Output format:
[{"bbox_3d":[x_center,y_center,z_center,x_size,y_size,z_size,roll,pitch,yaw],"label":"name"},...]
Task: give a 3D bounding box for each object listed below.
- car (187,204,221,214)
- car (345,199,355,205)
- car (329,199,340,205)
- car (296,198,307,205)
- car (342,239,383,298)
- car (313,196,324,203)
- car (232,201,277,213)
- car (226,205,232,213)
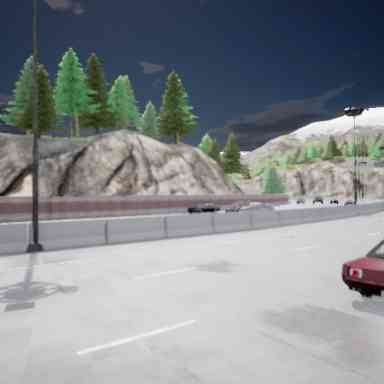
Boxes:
[{"bbox_3d":[1.547,2.157,42.379,1.895,1.301,4.718,-1,-1,44],"label":"car"},{"bbox_3d":[31.149,2.148,65.054,2.033,1.411,5.357,-1,-1,29],"label":"car"},{"bbox_3d":[31.279,2.160,72.969,1.895,1.301,4.718,-1,-1,27],"label":"car"},{"bbox_3d":[24.951,2.165,75.961,1.837,1.490,4.892,-1,-1,27],"label":"car"},{"bbox_3d":[5.472,1.663,7.629,4.718,1.301,1.895,0,-1,-38],"label":"car"},{"bbox_3d":[28.891,1.804,76.093,2.150,2.045,5.566,-1,-1,25],"label":"car"},{"bbox_3d":[6.439,1.887,32.421,4.892,1.490,1.837,0,-1,-45],"label":"car"},{"bbox_3d":[6.282,1.869,42.329,2.097,1.767,4.553,-1,-1,43],"label":"car"}]
